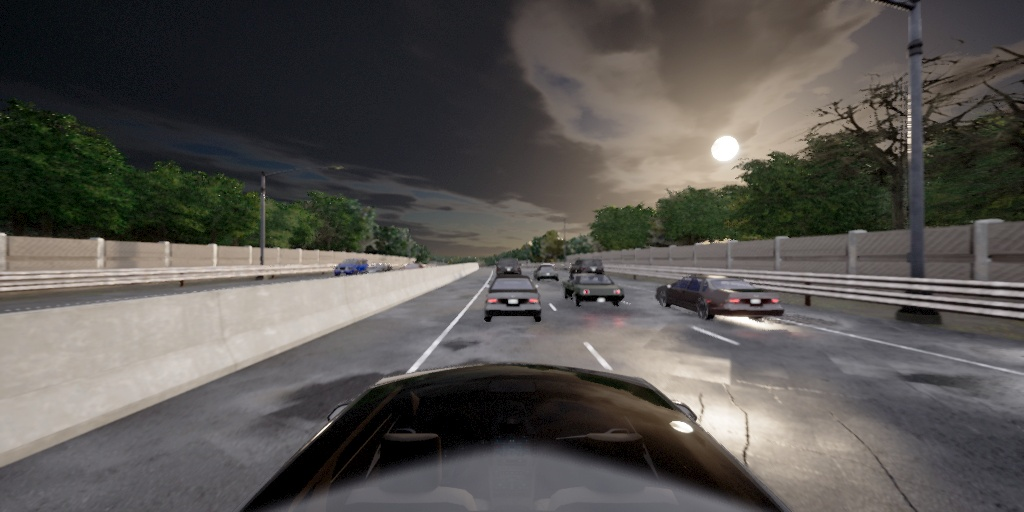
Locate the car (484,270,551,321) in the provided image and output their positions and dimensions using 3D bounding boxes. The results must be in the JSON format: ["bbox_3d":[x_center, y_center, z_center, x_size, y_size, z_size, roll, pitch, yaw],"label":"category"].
[{"bbox_3d":[0.013,1.378,12.848,2.033,1.411,5.357,0,0,0],"label":"car"}]

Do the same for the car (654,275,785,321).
[{"bbox_3d":[7.013,1.377,12.858,2.033,1.411,5.357,0,0,0],"label":"car"}]

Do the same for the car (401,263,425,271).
[{"bbox_3d":[-11.307,1.582,41.243,1.882,1.535,5.008,0,-1,-2],"label":"car"}]

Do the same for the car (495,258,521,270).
[{"bbox_3d":[-0.335,1.238,32.164,2.150,2.045,5.566,0,0,-1],"label":"car"}]

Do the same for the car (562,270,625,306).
[{"bbox_3d":[3.479,1.463,16.308,1.895,1.301,4.718,0,-1,-1],"label":"car"}]

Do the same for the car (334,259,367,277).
[{"bbox_3d":[-18.306,1.326,41.235,2.150,2.045,5.566,0,0,-2],"label":"car"}]

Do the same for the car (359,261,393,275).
[{"bbox_3d":[-14.769,1.585,39.983,2.128,1.511,4.902,0,-1,-2],"label":"car"}]

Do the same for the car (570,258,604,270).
[{"bbox_3d":[6.666,1.238,32.284,2.150,2.045,5.566,0,0,-1],"label":"car"}]

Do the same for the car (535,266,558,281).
[{"bbox_3d":[3.120,1.594,33.722,1.994,1.385,4.181,0,-1,-1],"label":"car"}]
